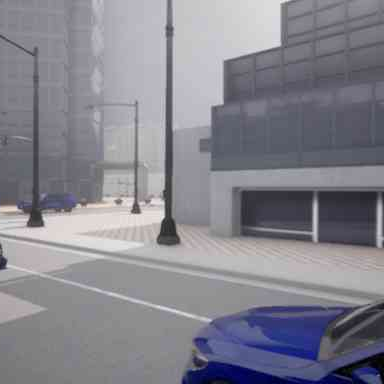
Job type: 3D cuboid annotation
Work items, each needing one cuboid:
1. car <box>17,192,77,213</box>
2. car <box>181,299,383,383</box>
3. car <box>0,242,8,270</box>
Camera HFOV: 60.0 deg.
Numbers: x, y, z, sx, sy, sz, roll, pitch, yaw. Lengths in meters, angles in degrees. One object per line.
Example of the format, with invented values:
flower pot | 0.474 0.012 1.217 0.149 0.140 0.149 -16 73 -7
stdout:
car | -14.218 1.044 33.056 2.150 2.045 5.566 1 0 36
car | 2.081 1.530 2.505 4.674 1.442 1.812 0 0 36
car | -7.134 1.513 9.106 5.357 1.411 2.033 0 0 36
